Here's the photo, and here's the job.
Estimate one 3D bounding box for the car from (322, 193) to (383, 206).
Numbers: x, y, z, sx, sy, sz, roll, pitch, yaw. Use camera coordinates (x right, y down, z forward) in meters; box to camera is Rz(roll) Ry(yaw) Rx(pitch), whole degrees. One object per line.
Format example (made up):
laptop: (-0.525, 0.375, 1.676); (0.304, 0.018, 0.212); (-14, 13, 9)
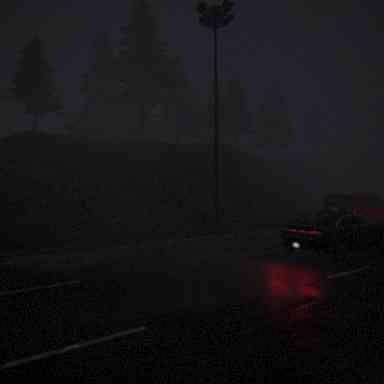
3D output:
car: (9.746, 1.094, 19.291); (5.566, 2.045, 2.150); (0, 0, -35)

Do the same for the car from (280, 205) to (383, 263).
car: (5.215, 1.419, 11.767); (4.902, 1.511, 2.128); (-1, 0, -35)
